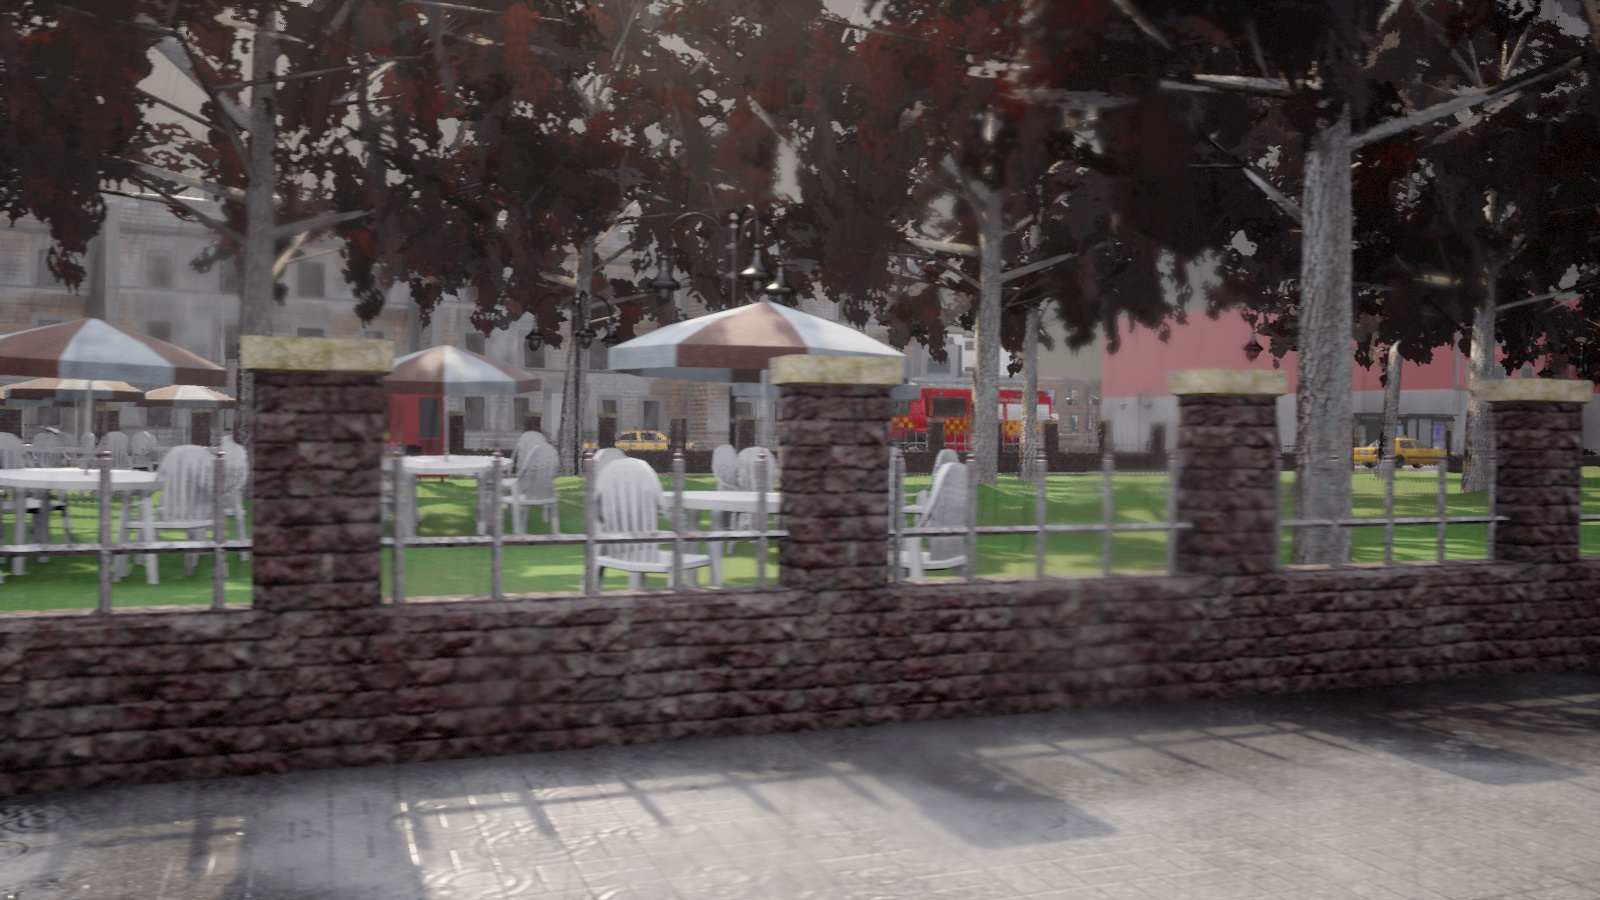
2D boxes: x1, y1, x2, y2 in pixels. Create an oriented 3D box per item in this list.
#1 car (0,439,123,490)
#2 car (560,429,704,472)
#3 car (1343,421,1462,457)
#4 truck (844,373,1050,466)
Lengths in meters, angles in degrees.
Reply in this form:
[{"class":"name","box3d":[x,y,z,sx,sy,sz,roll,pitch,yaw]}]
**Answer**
[{"class":"car","box3d":[-23.516,0.431,38.969,4.193,1.474,1.816,-1,1,-21]},{"class":"car","box3d":[-6.624,0.001,49.673,5.366,1.575,1.801,-1,1,-21]},{"class":"car","box3d":[28.147,-0.518,58.631,5.366,1.575,1.801,-1,1,-21]},{"class":"truck","box3d":[6.409,-1.323,54.630,8.468,3.827,2.891,-1,1,-21]}]
